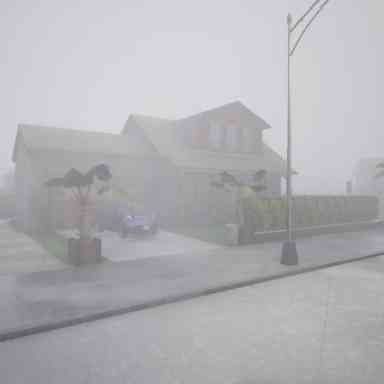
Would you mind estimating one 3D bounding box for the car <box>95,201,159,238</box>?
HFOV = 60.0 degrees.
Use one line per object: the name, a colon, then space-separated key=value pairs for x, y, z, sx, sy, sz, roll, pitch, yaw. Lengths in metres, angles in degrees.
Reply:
car: x=-3.022 y=1.174 z=15.291 sx=1.845 sy=1.501 sz=3.633 roll=0 pitch=0 yaw=-38
